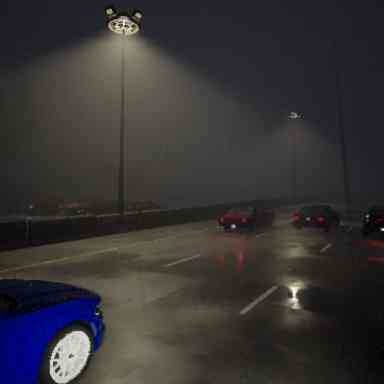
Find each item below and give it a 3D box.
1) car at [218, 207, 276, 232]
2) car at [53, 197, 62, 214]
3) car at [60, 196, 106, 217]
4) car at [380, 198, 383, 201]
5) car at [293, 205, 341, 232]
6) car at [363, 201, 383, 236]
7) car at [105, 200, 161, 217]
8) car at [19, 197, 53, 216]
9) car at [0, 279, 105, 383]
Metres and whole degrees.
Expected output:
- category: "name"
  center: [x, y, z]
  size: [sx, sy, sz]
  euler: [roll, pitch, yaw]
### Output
- category: "car"
  center: [3.427, 1.536, 19.865]
  size: [1.895, 1.301, 4.718]
  euler: [0, 0, 32]
- category: "car"
  center: [-10.221, 1.258, 31.418]
  size: [2.097, 1.767, 4.553]
  euler: [0, 0, 32]
- category: "car"
  center: [-8.188, 1.399, 28.071]
  size: [1.882, 1.535, 5.008]
  euler: [0, 0, 32]
- category: "car"
  center: [19.218, 1.103, 31.908]
  size: [2.097, 1.767, 4.553]
  euler: [0, 1, 32]
- category: "car"
  center: [7.526, 1.470, 19.818]
  size: [2.033, 1.411, 5.357]
  euler: [0, 1, 32]
- category: "car"
  center: [10.093, 1.435, 17.321]
  size: [1.837, 1.490, 4.892]
  euler: [0, 0, 32]
- category: "car"
  center: [-4.475, 1.418, 27.405]
  size: [1.837, 1.490, 4.892]
  euler: [0, 1, 32]
- category: "car"
  center: [-14.049, 1.269, 31.900]
  size: [2.097, 1.767, 4.553]
  euler: [0, 0, 32]
- category: "car"
  center: [-3.027, 1.476, 2.946]
  size: [1.882, 1.535, 5.008]
  euler: [0, 0, 32]
